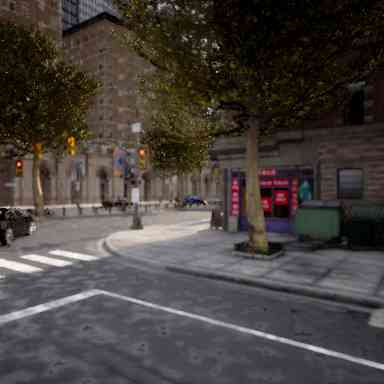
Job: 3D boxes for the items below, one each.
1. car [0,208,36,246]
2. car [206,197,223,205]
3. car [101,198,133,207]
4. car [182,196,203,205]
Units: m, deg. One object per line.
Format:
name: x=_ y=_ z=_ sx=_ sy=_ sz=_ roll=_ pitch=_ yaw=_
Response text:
car: x=-8.706 y=1.458 z=15.065 sx=1.882 sy=1.535 sz=5.008 roll=-2 pitch=0 yaw=-9
car: x=4.434 y=1.538 z=58.012 sx=1.895 sy=1.301 sz=4.718 roll=0 pitch=0 yaw=36
car: x=-10.812 y=1.519 z=48.262 sx=1.895 sy=1.301 sz=4.718 roll=0 pitch=0 yaw=36
car: x=-0.122 y=1.408 z=57.697 sx=1.882 sy=1.535 sz=5.008 roll=0 pitch=0 yaw=36
